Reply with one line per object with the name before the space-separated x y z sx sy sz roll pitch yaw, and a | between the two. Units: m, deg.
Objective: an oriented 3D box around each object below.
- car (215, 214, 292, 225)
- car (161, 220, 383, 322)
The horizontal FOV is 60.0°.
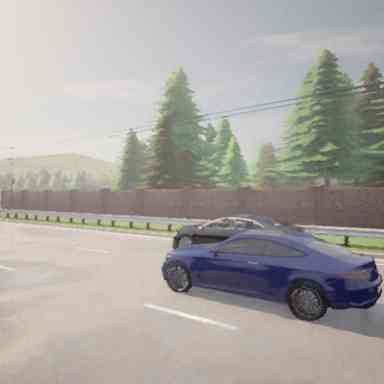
car | 1.513 1.520 11.524 4.902 1.511 2.128 0 0 36
car | 1.461 1.542 7.256 4.674 1.442 1.812 0 0 36
